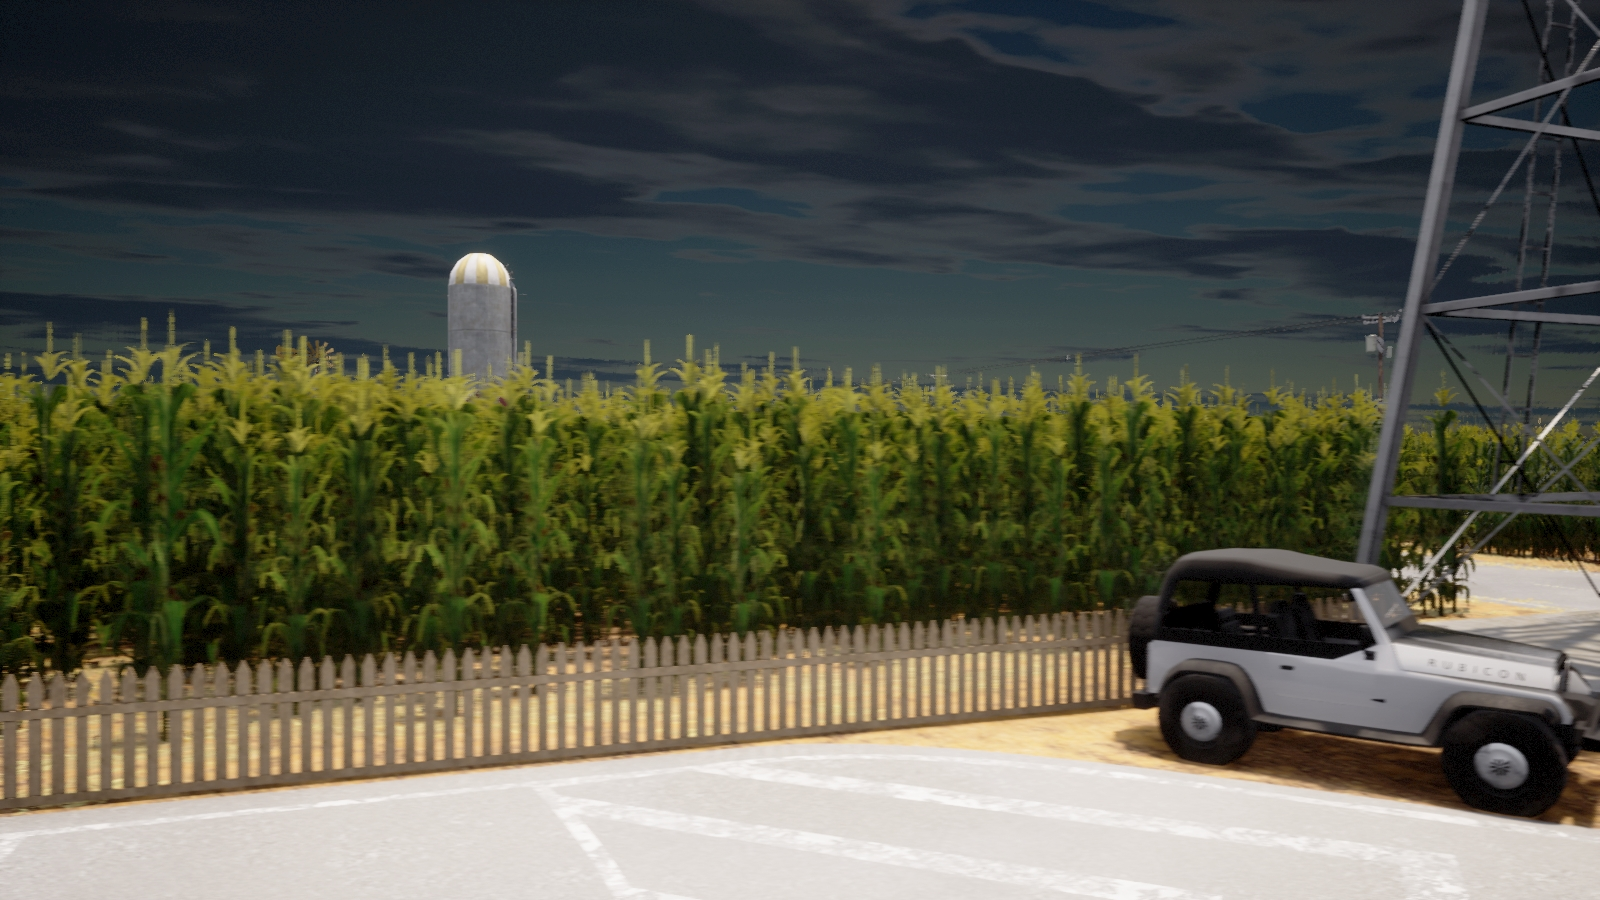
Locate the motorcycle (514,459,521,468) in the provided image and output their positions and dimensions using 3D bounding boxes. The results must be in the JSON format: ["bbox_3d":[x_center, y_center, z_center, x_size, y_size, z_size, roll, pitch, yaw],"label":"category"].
[{"bbox_3d":[-44.874,2.156,181.613,0.764,1.307,2.356,0,0,-21],"label":"motorcycle"}]
